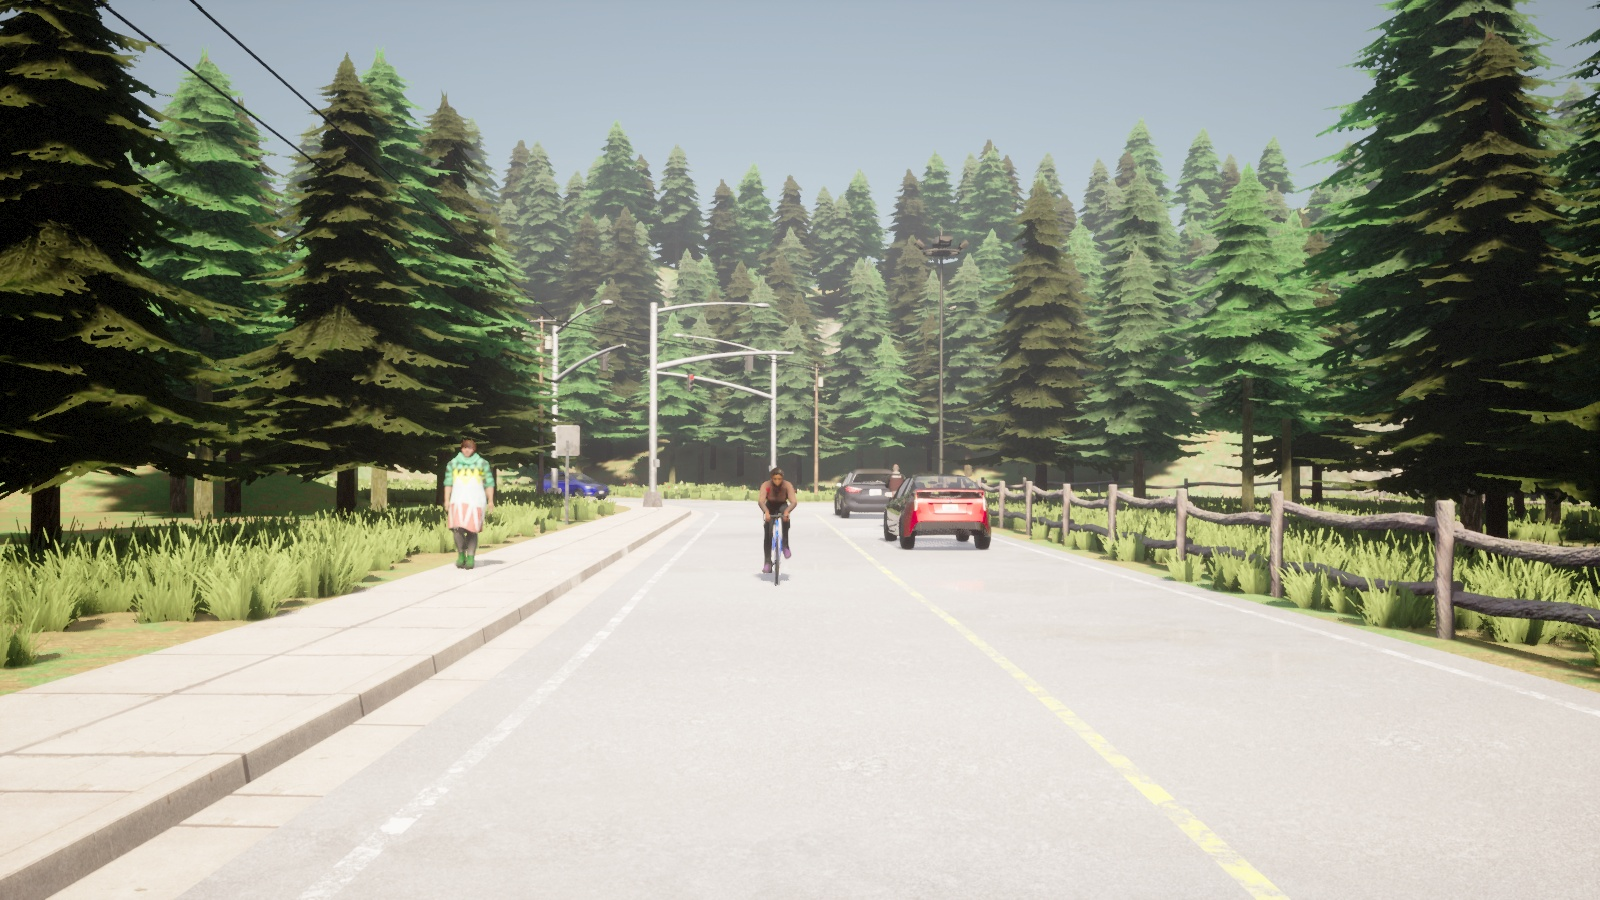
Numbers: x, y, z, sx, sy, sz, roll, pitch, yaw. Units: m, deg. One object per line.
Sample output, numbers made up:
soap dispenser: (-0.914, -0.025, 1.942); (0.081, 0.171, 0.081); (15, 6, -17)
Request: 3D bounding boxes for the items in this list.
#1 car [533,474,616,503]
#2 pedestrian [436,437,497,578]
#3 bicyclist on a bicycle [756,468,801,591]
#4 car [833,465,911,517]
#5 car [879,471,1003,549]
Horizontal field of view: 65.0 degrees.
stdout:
car: (-11.660, 1.970, 64.895); (4.193, 1.474, 1.816); (-1, -1, 36)
pedestrian: (-4.743, 0.804, 17.920); (0.659, 1.952, 0.873); (0, -1, -2)
bicyclist on a bicycle: (-0.313, 1.071, 17.545); (0.582, 1.620, 1.656); (0, -1, -2)
car: (2.401, 1.381, 43.205); (2.242, 1.667, 4.611); (0, -1, -2)
car: (2.901, 1.207, 26.798); (2.007, 1.525, 4.514); (0, -1, -2)
